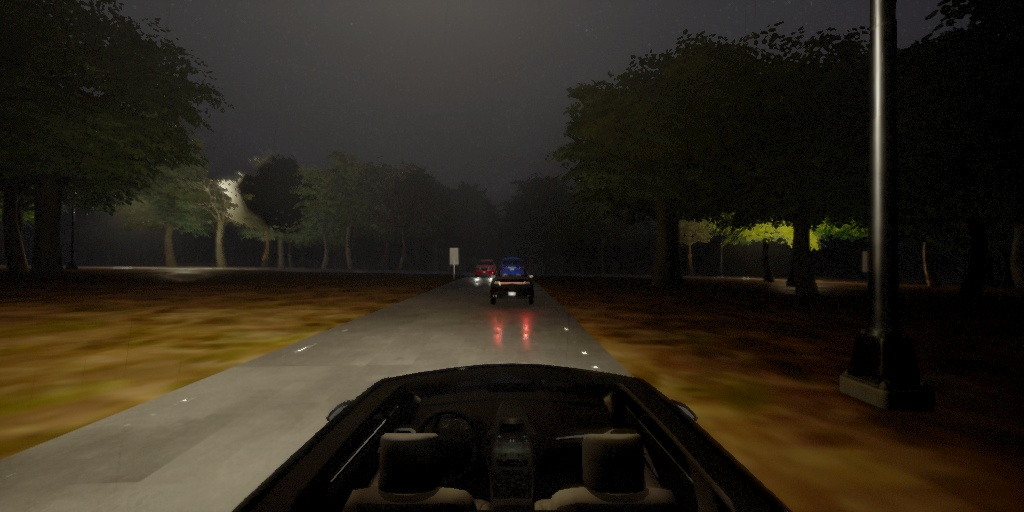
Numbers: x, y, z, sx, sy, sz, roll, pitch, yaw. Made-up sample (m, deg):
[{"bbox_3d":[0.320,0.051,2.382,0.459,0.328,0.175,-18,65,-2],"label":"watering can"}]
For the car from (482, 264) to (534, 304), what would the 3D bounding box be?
[{"bbox_3d":[0.000,1.292,16.538,2.128,1.511,4.902,0,0,0],"label":"car"}]

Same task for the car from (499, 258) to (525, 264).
[{"bbox_3d":[0.000,1.212,31.575,2.150,2.045,5.566,0,-1,0],"label":"car"}]

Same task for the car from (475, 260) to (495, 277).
[{"bbox_3d":[-3.000,1.444,41.482,2.150,2.045,5.566,0,-1,0],"label":"car"}]
